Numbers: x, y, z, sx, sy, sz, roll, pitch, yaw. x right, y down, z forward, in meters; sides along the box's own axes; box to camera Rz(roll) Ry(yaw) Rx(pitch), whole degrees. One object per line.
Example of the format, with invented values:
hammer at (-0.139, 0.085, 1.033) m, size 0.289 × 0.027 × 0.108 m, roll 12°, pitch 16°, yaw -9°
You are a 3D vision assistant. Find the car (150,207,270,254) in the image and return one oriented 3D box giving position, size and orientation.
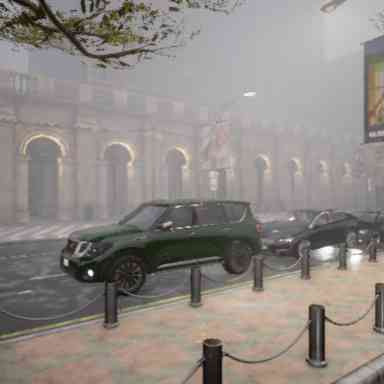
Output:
car at (0.863, 1.491, 14.312) m, size 4.902 × 1.511 × 2.128 m, roll 0°, pitch 0°, yaw -36°

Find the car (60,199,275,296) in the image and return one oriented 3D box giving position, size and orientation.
car at (-0.545, 1.223, 9.014) m, size 5.566 × 2.045 × 2.150 m, roll 0°, pitch 0°, yaw -35°

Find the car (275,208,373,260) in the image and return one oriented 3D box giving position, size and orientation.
car at (4.380, 1.413, 12.521) m, size 4.902 × 1.511 × 2.128 m, roll -5°, pitch 3°, yaw -35°

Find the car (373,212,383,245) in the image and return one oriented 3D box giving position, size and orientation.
car at (7.929, 1.586, 15.054) m, size 4.181 × 1.385 × 1.994 m, roll -2°, pitch 1°, yaw -35°
